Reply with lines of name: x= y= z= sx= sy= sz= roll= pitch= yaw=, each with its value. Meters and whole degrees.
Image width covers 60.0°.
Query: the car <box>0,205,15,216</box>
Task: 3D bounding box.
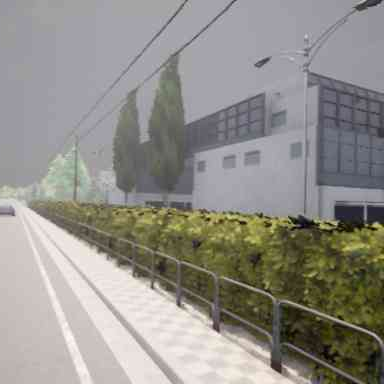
car: x=-23.445 y=2.286 z=41.950 sx=1.994 sy=1.385 sz=4.181 roll=2 pitch=-2 yaw=-28
